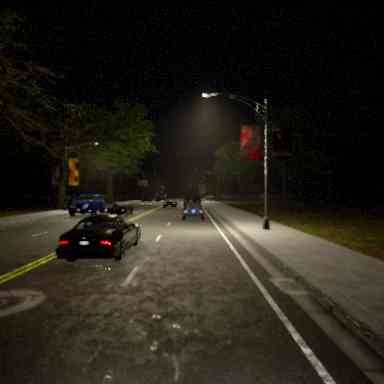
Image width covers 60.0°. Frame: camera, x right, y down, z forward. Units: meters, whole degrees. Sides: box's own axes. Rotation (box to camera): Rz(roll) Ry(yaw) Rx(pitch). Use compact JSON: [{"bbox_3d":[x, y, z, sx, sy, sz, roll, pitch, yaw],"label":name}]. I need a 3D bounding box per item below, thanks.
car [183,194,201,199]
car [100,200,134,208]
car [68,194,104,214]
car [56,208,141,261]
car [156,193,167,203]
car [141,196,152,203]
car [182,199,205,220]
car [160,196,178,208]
[{"bbox_3d":[0.031,1.270,43.735,2.150,2.045,5.566,0,0,0],"label":"car"},{"bbox_3d":[-6.599,1.617,30.505,1.895,1.301,4.718,0,0,0],"label":"car"},{"bbox_3d":[-9.846,1.242,31.658,2.150,2.045,5.566,0,0,0],"label":"car"},{"bbox_3d":[-3.151,1.543,12.223,2.033,1.411,5.357,0,0,0],"label":"car"},{"bbox_3d":[-6.505,1.336,71.702,2.150,2.045,5.566,0,0,0],"label":"car"},{"bbox_3d":[-9.755,1.635,72.146,1.994,1.385,4.181,0,0,0],"label":"car"},{"bbox_3d":[0.099,1.560,28.311,2.033,1.411,5.357,0,0,0],"label":"car"},{"bbox_3d":[-3.153,1.662,49.313,1.895,1.301,4.718,0,0,0],"label":"car"}]
